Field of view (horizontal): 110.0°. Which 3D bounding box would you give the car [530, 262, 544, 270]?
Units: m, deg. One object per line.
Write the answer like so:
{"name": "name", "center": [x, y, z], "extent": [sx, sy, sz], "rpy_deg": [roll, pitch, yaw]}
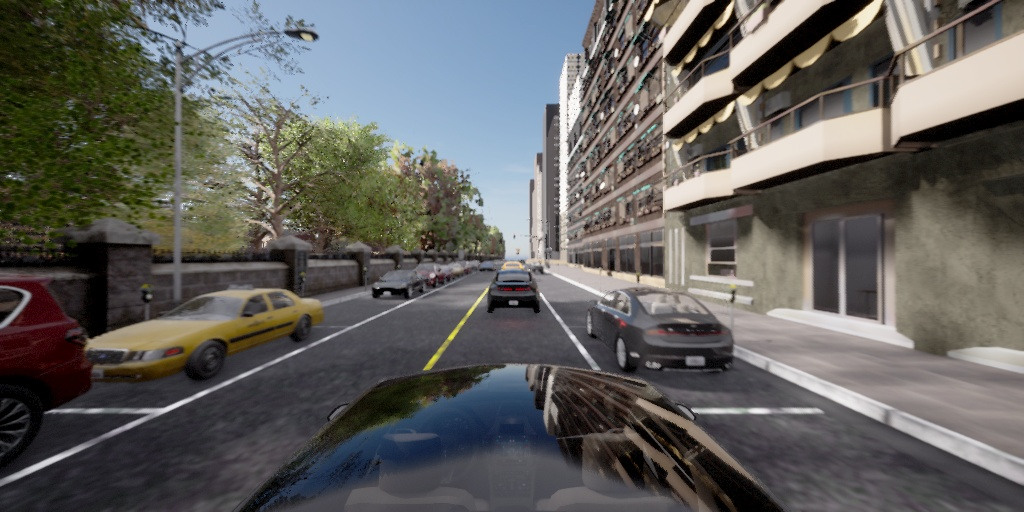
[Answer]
{"name": "car", "center": [2.691, 1.355, 40.674], "extent": [2.007, 1.370, 4.403], "rpy_deg": [0, 0, 0]}

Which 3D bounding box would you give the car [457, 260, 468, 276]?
{"name": "car", "center": [-5.690, 1.322, 34.963], "extent": [1.751, 1.417, 4.829], "rpy_deg": [0, 0, 0]}

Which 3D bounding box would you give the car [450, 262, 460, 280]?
{"name": "car", "center": [-5.690, 1.370, 29.595], "extent": [1.802, 1.307, 4.207], "rpy_deg": [0, 0, 0]}

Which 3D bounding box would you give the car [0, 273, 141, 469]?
{"name": "car", "center": [-5.692, 1.066, 1.902], "extent": [2.192, 1.841, 5.009], "rpy_deg": [0, 0, 0]}

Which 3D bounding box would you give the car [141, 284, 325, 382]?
{"name": "car", "center": [-5.691, 1.283, 7.270], "extent": [1.751, 1.417, 4.829], "rpy_deg": [0, 0, 0]}

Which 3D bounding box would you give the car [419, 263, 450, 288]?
{"name": "car", "center": [-5.690, 1.219, 24.056], "extent": [1.967, 1.591, 4.097], "rpy_deg": [0, 0, 0]}

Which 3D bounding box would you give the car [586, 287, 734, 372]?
{"name": "car", "center": [2.689, 1.307, 7.442], "extent": [2.007, 1.370, 4.403], "rpy_deg": [0, 0, 0]}

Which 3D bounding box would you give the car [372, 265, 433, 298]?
{"name": "car", "center": [-5.691, 1.337, 18.518], "extent": [1.948, 1.339, 4.313], "rpy_deg": [0, 0, 0]}

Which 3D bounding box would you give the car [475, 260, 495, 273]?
{"name": "car", "center": [-3.092, 1.361, 45.909], "extent": [2.033, 1.411, 5.357], "rpy_deg": [0, 0, 0]}

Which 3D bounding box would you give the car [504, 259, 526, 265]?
{"name": "car", "center": [0.079, 1.266, 30.676], "extent": [1.882, 1.535, 5.008], "rpy_deg": [0, 0, 0]}

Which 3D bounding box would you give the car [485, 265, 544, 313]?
{"name": "car", "center": [0.070, 1.272, 14.166], "extent": [1.837, 1.490, 4.892], "rpy_deg": [0, 0, 0]}

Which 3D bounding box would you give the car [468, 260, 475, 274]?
{"name": "car", "center": [-5.690, 1.245, 40.673], "extent": [1.967, 1.591, 4.097], "rpy_deg": [0, 0, 0]}
